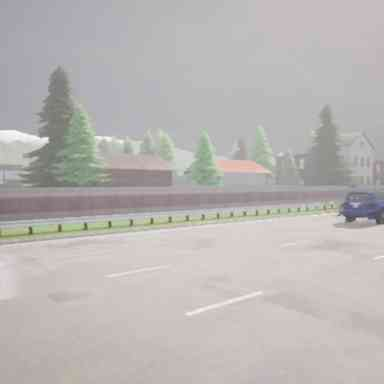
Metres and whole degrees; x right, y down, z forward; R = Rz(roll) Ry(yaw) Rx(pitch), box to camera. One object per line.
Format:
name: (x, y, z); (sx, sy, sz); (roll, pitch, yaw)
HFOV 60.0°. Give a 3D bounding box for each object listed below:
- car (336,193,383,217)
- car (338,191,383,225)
car: (14.254, 0.994, 27.820); (4.553, 1.767, 2.097); (-1, 0, -37)
car: (12.009, 0.929, 21.715); (5.566, 2.045, 2.150); (-1, 0, -37)
